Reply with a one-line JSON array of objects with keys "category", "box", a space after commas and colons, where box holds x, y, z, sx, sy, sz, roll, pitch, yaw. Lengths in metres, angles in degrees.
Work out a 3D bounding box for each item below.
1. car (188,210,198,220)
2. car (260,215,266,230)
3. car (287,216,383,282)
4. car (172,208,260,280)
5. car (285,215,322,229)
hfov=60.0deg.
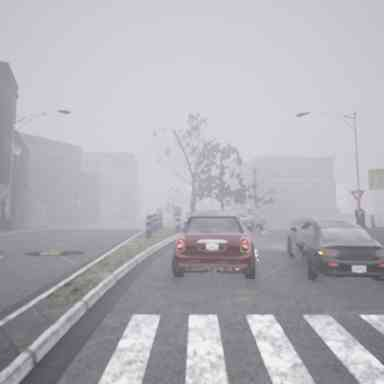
[{"category": "car", "box": [0.260, 5.331, 77.181, 2.150, 2.045, 5.566, 0, 0, 0]}, {"category": "car", "box": [3.193, 1.674, 20.459, 2.033, 1.411, 5.357, -2, -5, 23]}, {"category": "car", "box": [3.921, 1.460, 9.520, 1.812, 1.442, 4.674, -1, 1, 7]}, {"category": "car", "box": [0.762, 1.316, 10.105, 2.097, 1.767, 4.553, -1, 0, 7]}, {"category": "car", "box": [13.845, 3.782, 41.633, 1.837, 1.490, 4.892, 4, -7, -17]}]
